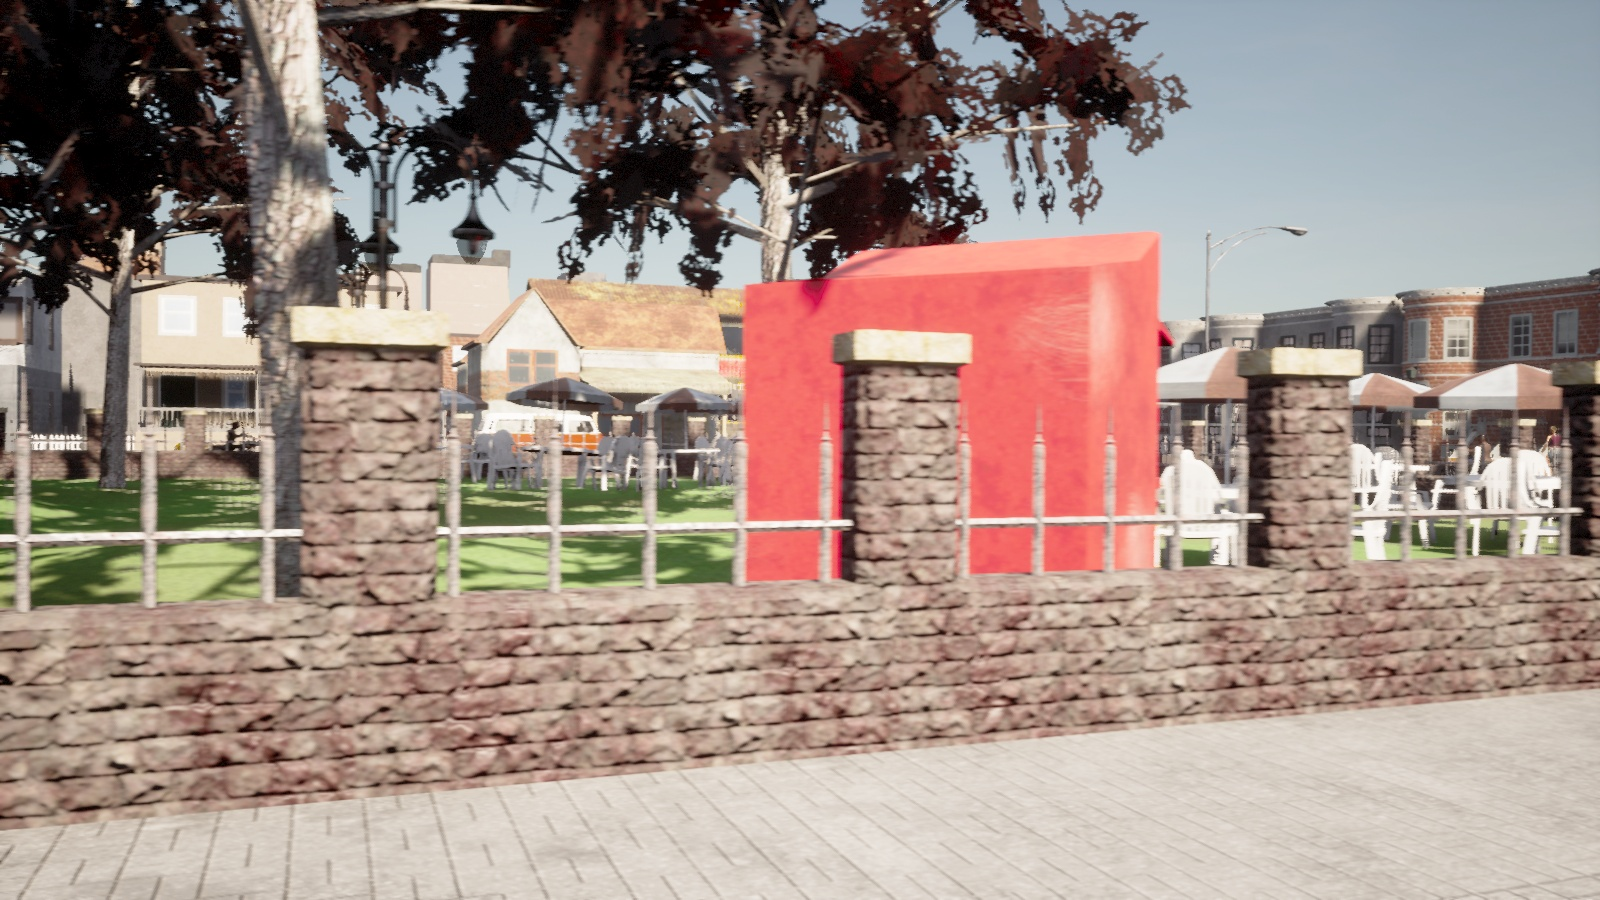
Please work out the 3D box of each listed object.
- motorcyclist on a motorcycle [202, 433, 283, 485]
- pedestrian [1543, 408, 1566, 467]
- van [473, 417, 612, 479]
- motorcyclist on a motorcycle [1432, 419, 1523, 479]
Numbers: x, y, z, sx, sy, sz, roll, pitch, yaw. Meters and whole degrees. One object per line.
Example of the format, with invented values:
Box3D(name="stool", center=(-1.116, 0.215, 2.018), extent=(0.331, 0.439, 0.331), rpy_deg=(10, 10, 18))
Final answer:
Box3D(name="motorcyclist on a motorcycle", center=(-18.169, 0.277, 41.008), extent=(2.350, 1.649, 0.766), rpy_deg=(-1, 1, -21))
Box3D(name="pedestrian", center=(23.524, -0.384, 39.160), extent=(0.345, 1.836, 0.594), rpy_deg=(-1, 1, -7))
Box3D(name="van", center=(-9.098, -0.099, 44.400), extent=(4.480, 2.038, 2.069), rpy_deg=(-1, 1, -22))
Box3D(name="motorcyclist on a motorcycle", center=(19.306, -0.044, 35.858), extent=(0.766, 1.649, 2.350), rpy_deg=(-1, 1, -21))
